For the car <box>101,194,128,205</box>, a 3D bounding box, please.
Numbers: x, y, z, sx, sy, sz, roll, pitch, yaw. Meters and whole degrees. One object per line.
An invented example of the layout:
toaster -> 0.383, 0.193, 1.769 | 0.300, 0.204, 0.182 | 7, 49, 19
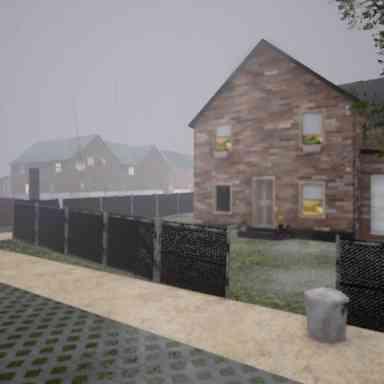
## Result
car -> -6.609, 0.910, 29.846 | 1.812, 1.442, 4.674 | 0, 2, 34

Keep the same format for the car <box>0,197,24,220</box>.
car -> -12.224, 1.107, 21.333 | 1.882, 1.535, 5.008 | 0, 1, 32

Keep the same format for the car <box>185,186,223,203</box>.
car -> 1.655, 0.258, 42.241 | 2.150, 2.045, 5.566 | 0, 1, 34

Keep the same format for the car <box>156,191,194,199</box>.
car -> -1.875, 0.821, 31.662 | 1.812, 1.442, 4.674 | 0, 2, 34
